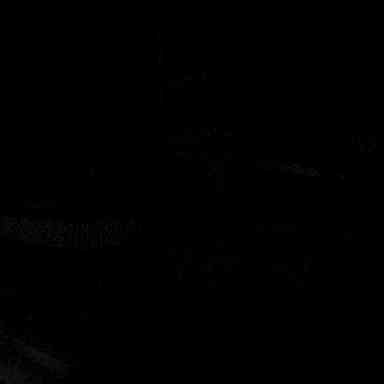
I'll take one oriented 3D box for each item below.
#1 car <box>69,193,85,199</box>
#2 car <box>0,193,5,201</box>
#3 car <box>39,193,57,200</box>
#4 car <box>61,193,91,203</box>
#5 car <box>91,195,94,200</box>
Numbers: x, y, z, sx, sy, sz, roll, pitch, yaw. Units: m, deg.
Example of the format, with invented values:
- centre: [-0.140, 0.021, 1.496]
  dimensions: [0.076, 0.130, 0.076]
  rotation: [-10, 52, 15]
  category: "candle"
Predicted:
- centre: [-28.876, 0.984, 83.575]
  dimensions: [3.806, 1.475, 1.970]
  rotation: [0, 0, 36]
  category: "car"
- centre: [-35.833, 0.981, 60.913]
  dimensions: [3.633, 1.501, 1.845]
  rotation: [0, 0, 36]
  category: "car"
- centre: [-29.913, 0.961, 68.964]
  dimensions: [4.514, 1.523, 2.007]
  rotation: [0, 0, 36]
  category: "car"
- centre: [-18.715, 0.857, 52.905]
  dimensions: [4.605, 1.855, 1.932]
  rotation: [0, 0, 36]
  category: "car"
- centre: [-17.336, 0.835, 55.496]
  dimensions: [3.866, 1.878, 1.905]
  rotation: [0, 0, 36]
  category: "car"
